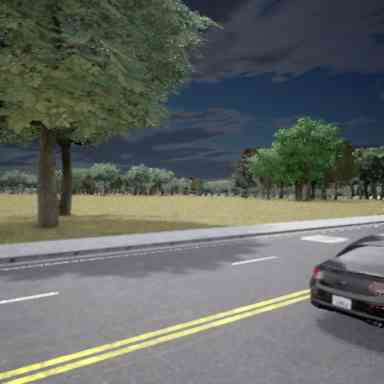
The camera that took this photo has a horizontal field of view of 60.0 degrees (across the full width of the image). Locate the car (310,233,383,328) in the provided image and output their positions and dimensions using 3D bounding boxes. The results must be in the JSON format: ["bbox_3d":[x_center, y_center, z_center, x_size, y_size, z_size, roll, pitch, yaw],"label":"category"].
[{"bbox_3d":[4.212,1.547,6.496,4.674,1.442,1.812,0,0,-35],"label":"car"}]
